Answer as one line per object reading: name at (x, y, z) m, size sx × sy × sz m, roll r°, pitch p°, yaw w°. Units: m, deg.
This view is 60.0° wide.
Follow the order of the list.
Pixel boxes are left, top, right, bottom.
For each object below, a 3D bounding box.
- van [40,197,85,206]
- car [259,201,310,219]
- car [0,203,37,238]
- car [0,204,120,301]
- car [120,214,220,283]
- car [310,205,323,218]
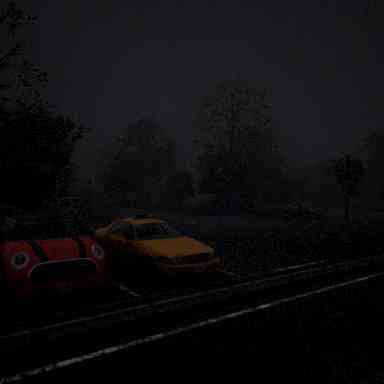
van at (-8.065, 1.266, 20.485) m, size 1.878 × 1.987 × 4.442 m, roll 0°, pitch 0°, yaw -36°
car at (8.743, 1.845, 32.721) m, size 2.002 × 1.452 × 4.674 m, roll 2°, pitch -1°, yaw -36°
car at (-10.508, 1.475, 19.094) m, size 1.946 × 1.575 × 5.366 m, roll 0°, pitch 0°, yaw -36°
car at (-3.864, 1.348, 8.569) m, size 2.185 × 1.767 × 4.553 m, roll 0°, pitch 0°, yaw -36°
car at (-1.372, 1.484, 10.102) m, size 1.946 × 1.575 × 5.366 m, roll 0°, pitch 0°, yaw -36°
car at (11.290, 1.747, 34.615) m, size 2.185 × 1.767 × 4.553 m, roll 1°, pitch -1°, yaw -36°
